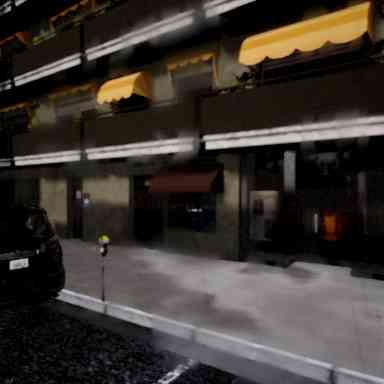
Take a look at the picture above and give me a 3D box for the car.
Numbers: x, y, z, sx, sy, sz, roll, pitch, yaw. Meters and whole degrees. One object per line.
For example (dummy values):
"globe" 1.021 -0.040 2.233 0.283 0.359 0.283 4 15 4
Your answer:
"car" -4.972 1.270 6.934 5.566 2.045 2.150 0 0 36
